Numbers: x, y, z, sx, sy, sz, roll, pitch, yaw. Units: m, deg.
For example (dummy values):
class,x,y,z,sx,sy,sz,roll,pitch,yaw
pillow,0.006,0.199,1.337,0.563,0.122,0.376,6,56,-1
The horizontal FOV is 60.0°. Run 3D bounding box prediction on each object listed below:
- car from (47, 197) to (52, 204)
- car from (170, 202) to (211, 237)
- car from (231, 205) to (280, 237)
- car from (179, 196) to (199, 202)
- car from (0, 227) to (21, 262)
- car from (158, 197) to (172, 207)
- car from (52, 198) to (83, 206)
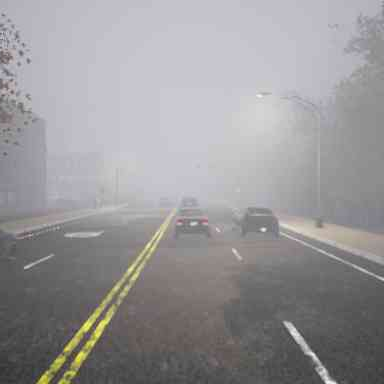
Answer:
class,x,y,z,sx,sy,sz,roll,pitch,yaw
car,-29.148,1.666,64.429,4.403,1.369,2.008,-1,1,-1
car,-0.005,1.504,17.671,2.033,1.411,5.357,0,0,-1
car,3.240,1.462,17.644,1.837,1.490,4.892,0,0,-1
car,-0.307,1.265,36.593,2.097,1.767,4.553,0,0,-1
car,-6.618,1.541,9.239,1.994,1.385,4.181,0,0,0
car,-3.844,1.433,48.148,2.033,1.411,5.357,0,0,-1
car,-20.679,1.688,56.054,4.313,1.339,1.947,-1,1,-1
